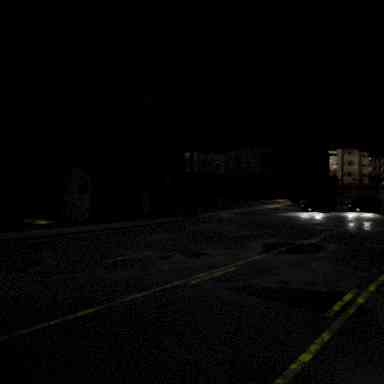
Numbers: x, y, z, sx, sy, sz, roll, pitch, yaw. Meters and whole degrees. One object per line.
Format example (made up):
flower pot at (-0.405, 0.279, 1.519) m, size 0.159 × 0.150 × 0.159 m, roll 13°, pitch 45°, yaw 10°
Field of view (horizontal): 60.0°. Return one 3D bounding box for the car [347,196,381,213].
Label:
car at (15.962, 1.049, 30.657) m, size 2.033 × 1.411 × 5.357 m, roll 0°, pitch 2°, yaw 39°

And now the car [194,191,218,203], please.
car at (1.603, 0.549, 42.921) m, size 1.970 × 1.475 × 3.806 m, roll 0°, pitch 2°, yaw 40°

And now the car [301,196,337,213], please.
car at (12.117, 1.090, 31.495) m, size 2.033 × 1.411 × 5.357 m, roll 0°, pitch 2°, yaw 39°
